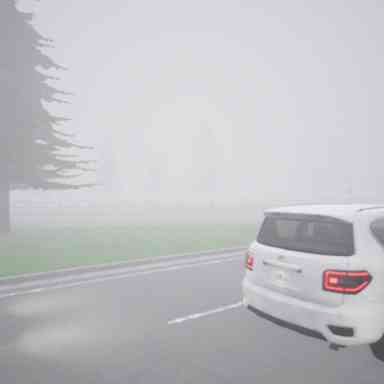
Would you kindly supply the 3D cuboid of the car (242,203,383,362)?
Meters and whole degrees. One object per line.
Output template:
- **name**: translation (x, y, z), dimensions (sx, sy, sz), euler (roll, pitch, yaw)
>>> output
- **car**: translation (3.421, 1.218, 5.985), dimensions (5.566, 2.045, 2.150), euler (0, 0, -34)
